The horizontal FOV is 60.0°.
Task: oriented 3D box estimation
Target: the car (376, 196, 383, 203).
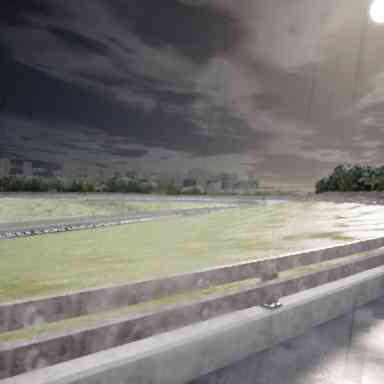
[{"bbox_3d":[42.360,1.624,73.026,2.097,1.767,4.553,0,0,3],"label":"car"}]
